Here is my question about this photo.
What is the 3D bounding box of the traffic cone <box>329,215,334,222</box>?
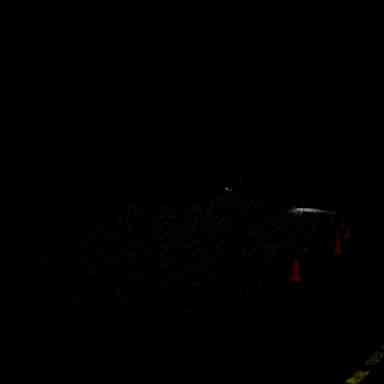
[{"bbox_3d":[10.730,2.002,25.482,0.340,0.580,0.340,0,0,11],"label":"traffic cone"}]

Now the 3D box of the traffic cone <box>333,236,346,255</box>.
[{"bbox_3d":[5.536,2.039,12.593,0.340,0.580,0.340,0,0,33],"label":"traffic cone"}]

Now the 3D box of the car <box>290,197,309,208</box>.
[{"bbox_3d":[15.041,1.434,46.787,2.128,1.511,4.902,0,0,5],"label":"car"}]

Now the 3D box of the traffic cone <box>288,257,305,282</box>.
[{"bbox_3d":[2.773,2.040,8.848,0.340,0.580,0.340,0,0,40],"label":"traffic cone"}]

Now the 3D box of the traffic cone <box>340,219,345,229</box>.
[{"bbox_3d":[9.547,2.015,20.978,0.340,0.580,0.340,0,0,18],"label":"traffic cone"}]

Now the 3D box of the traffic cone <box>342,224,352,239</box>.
[{"bbox_3d":[7.806,2.027,16.659,0.340,0.580,0.340,0,0,26],"label":"traffic cone"}]
